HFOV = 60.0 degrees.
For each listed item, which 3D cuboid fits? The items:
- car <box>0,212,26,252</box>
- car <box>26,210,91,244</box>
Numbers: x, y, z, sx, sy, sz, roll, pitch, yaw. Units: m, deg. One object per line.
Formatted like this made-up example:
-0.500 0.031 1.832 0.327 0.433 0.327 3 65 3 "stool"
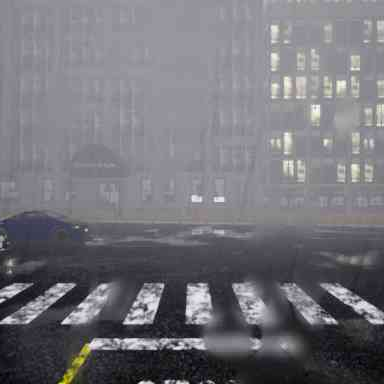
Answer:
-8.763 1.389 11.503 4.902 1.511 2.128 3 -1 12 "car"
-6.890 1.546 15.421 4.181 1.385 1.994 1 0 1 "car"
